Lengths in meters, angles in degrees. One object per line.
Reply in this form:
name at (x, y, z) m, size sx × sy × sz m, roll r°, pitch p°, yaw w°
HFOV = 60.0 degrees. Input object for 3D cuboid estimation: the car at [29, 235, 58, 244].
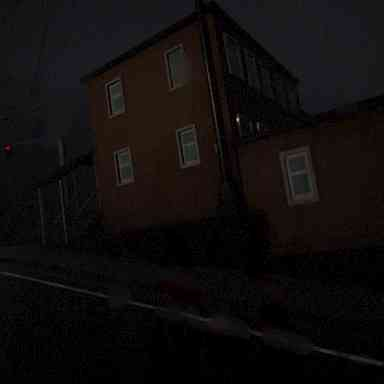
car at (-12.111, 4.594, 29.481) m, size 2.128 × 1.511 × 4.902 m, roll -13°, pitch -12°, yaw 35°
